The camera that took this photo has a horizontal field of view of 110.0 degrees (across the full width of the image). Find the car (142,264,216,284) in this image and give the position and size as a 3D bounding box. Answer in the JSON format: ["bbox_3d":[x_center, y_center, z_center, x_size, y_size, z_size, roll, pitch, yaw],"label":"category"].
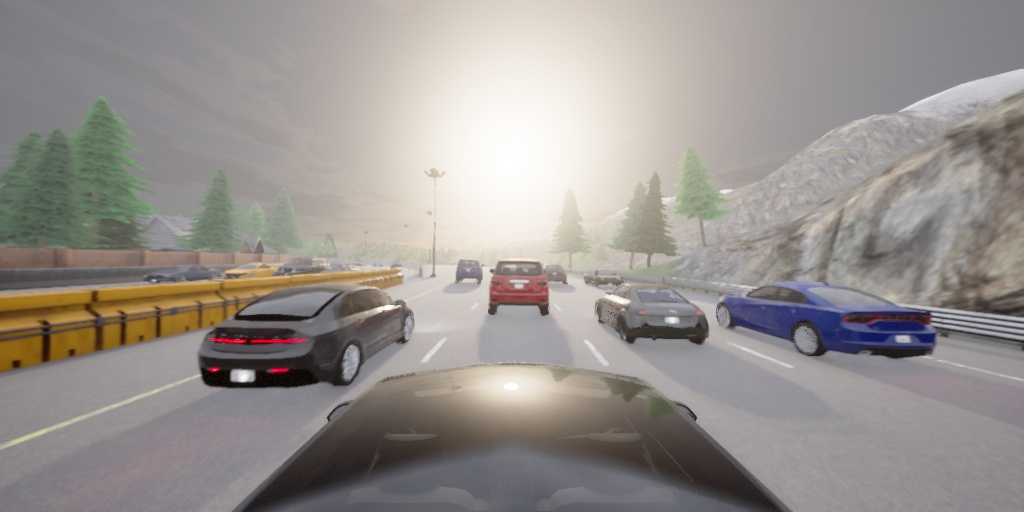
[{"bbox_3d":[-24.669,1.338,27.220,2.033,1.411,5.357,1,-1,-3],"label":"car"}]

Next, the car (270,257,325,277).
[{"bbox_3d":[-17.923,1.122,30.997,2.150,2.045,5.566,1,-1,-5],"label":"car"}]

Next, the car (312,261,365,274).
[{"bbox_3d":[-14.394,1.420,30.268,2.128,1.511,4.902,1,-1,-4],"label":"car"}]

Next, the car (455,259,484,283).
[{"bbox_3d":[-3.706,1.272,31.401,2.150,2.045,5.566,1,0,-4],"label":"car"}]

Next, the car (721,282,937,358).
[{"bbox_3d":[7.167,1.383,9.002,1.882,1.535,5.008,1,-1,1],"label":"car"}]

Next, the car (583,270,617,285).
[{"bbox_3d":[6.970,1.721,28.090,1.895,1.301,4.718,1,-1,-3],"label":"car"}]

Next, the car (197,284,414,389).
[{"bbox_3d":[-3.374,1.283,6.986,1.837,1.490,4.892,1,0,1],"label":"car"}]

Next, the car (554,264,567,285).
[{"bbox_3d":[3.287,1.466,30.949,2.097,1.767,4.553,1,-1,-4],"label":"car"}]

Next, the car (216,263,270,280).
[{"bbox_3d":[-21.348,1.328,29.617,1.882,1.535,5.008,1,-1,-4],"label":"car"}]

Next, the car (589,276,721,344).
[{"bbox_3d":[3.686,1.448,10.170,1.994,1.385,4.181,1,-1,1],"label":"car"}]

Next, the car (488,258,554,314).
[{"bbox_3d":[0.250,1.123,14.697,2.150,2.045,5.566,1,0,0],"label":"car"}]
